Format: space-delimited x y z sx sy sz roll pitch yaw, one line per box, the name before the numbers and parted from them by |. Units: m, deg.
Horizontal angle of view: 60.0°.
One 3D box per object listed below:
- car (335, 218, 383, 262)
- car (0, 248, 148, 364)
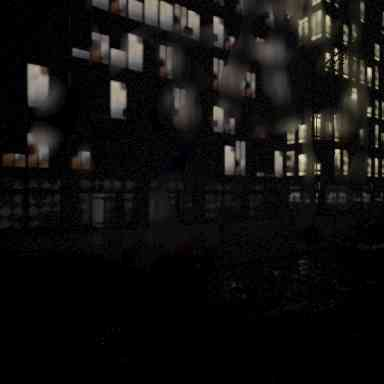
car | 6.582 1.537 11.199 4.206 1.307 1.802 0 0 -35
car | -2.711 1.562 4.625 4.313 1.339 1.947 0 0 -35
